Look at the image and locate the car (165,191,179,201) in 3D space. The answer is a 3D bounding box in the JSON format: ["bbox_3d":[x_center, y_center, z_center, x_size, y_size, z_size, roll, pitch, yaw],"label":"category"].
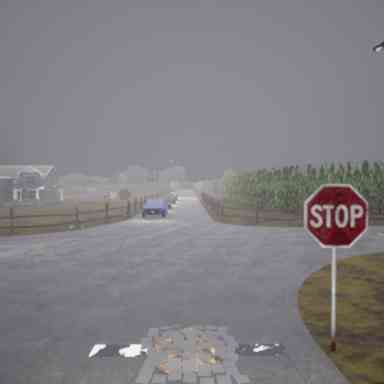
[{"bbox_3d":[-3.474,0.689,58.572,2.128,1.511,4.902,0,1,0],"label":"car"}]

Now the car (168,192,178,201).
[{"bbox_3d":[-3.367,1.032,48.197,1.994,1.385,4.181,0,1,0],"label":"car"}]

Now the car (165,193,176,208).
[{"bbox_3d":[-3.271,1.225,38.873,2.033,1.411,5.357,0,1,-1],"label":"car"}]

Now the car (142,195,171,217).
[{"bbox_3d":[-3.167,1.306,29.055,1.882,1.535,5.008,0,1,-1],"label":"car"}]
